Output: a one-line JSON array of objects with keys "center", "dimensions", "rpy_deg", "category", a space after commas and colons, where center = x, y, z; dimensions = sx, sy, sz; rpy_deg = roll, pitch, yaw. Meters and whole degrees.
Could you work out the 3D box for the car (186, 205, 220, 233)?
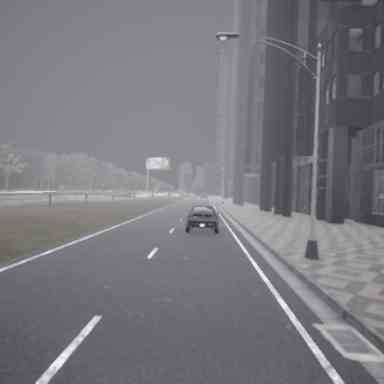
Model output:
[{"center": [0.660, 1.564, 20.508], "dimensions": [1.837, 1.490, 4.892], "rpy_deg": [2, 0, 2], "category": "car"}]
